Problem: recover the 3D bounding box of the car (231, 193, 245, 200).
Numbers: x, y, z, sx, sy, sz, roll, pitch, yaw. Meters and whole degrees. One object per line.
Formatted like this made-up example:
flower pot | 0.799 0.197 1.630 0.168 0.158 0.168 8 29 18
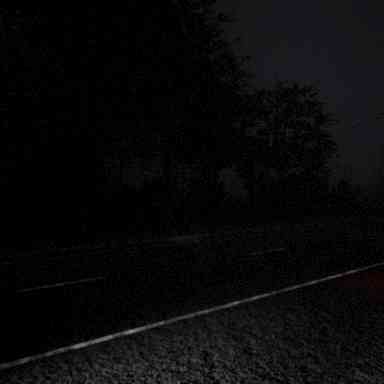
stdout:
car | 10.685 0.973 73.553 1.882 1.535 5.008 0 1 -32
